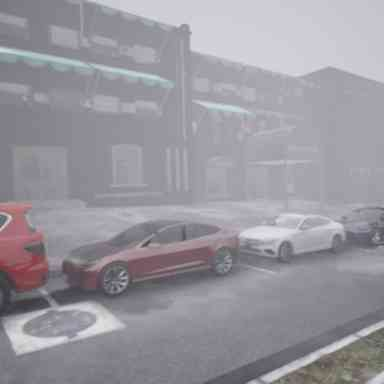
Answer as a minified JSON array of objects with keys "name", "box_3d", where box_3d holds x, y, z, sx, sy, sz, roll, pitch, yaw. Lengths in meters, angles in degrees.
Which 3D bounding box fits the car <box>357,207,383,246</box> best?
[{"name":"car","box_3d":[8.205,1.459,15.166,4.792,1.488,2.163,0,0,-35]}]

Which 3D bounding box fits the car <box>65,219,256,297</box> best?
[{"name":"car","box_3d":[-0.864,1.501,8.774,4.792,1.488,2.163,0,0,-35]}]

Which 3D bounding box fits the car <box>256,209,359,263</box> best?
[{"name":"car","box_3d":[3.695,1.491,11.989,4.674,1.452,2.002,0,0,-35]}]

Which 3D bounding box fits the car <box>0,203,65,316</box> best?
[{"name":"car","box_3d":[-5.398,1.235,5.580,5.566,2.045,2.435,0,0,-35]}]
